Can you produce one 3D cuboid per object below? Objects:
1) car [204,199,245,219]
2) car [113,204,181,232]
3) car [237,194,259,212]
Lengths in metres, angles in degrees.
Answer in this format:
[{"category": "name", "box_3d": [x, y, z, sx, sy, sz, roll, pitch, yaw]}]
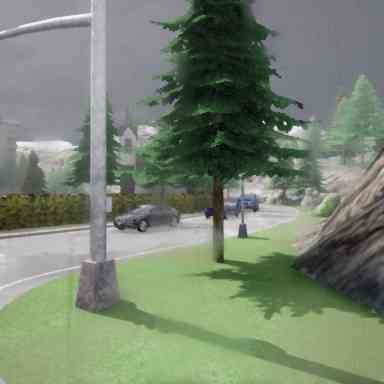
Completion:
[{"category": "car", "box_3d": [2.750, 1.600, 29.104, 1.895, 1.301, 4.718, 0, 0, 26]}, {"category": "car", "box_3d": [-2.627, 1.504, 20.316, 1.837, 1.490, 4.892, 0, 0, 35]}, {"category": "car", "box_3d": [6.550, 1.221, 38.782, 2.150, 2.045, 5.566, 0, 0, 16]}]
